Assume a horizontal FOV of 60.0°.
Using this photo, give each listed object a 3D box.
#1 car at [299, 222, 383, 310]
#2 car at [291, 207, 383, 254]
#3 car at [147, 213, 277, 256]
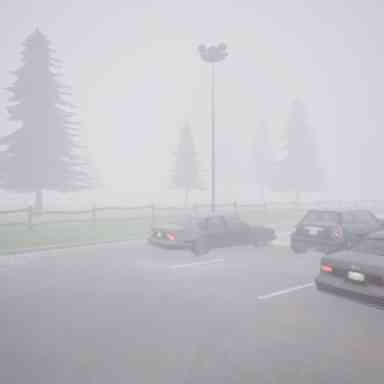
[{"bbox_3d":[4.980,1.544,7.367,5.357,1.411,2.033,0,0,-35],"label":"car"},{"bbox_3d":[5.734,1.346,12.177,4.553,1.767,2.097,0,0,-35],"label":"car"},{"bbox_3d":[0.923,1.544,13.072,5.357,1.411,2.033,0,0,-35],"label":"car"}]
